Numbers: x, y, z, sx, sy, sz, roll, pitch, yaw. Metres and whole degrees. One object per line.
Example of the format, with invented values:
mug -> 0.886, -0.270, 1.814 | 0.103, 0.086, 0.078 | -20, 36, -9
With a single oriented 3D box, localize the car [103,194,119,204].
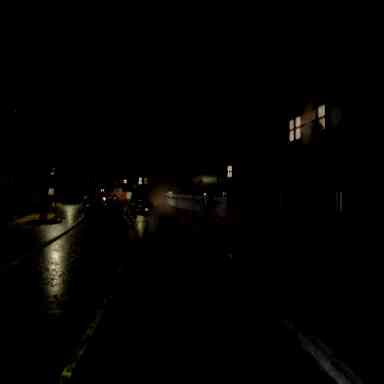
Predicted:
car -> -12.126, 0.985, 49.535 | 2.128, 1.511, 4.902 | 0, 1, -22

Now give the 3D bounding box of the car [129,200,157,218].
car -> -4.131, 1.363, 27.666 | 2.033, 1.411, 5.357 | 0, 1, -16

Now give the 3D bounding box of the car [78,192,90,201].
car -> -19.366, 0.778, 59.604 | 2.128, 1.511, 4.902 | 0, 1, -22

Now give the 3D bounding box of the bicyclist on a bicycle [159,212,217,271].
bicyclist on a bicycle -> -0.097, 1.387, 9.364 | 1.656, 1.620, 0.582 | 0, 0, -6
